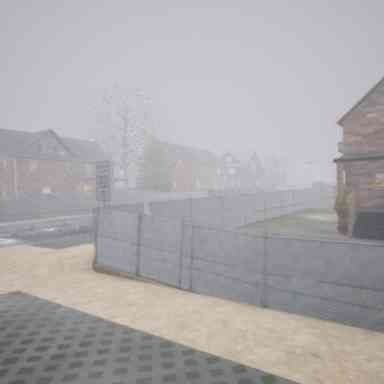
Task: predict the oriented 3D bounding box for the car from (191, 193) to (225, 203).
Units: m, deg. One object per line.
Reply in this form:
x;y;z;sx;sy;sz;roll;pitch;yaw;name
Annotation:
1.730;0.783;30.196;1.895;1.301;4.718;-2;1;36;car

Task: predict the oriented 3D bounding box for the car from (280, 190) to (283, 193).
14.094;-0.201;46.838;2.097;1.767;4.553;-2;1;36;car

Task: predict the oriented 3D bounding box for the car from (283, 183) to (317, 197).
13.406;0.032;41.182;1.882;1.535;5.008;-2;1;37;car

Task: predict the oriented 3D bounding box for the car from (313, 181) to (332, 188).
19.298;-0.568;49.273;2.150;2.045;5.566;-2;1;36;car
